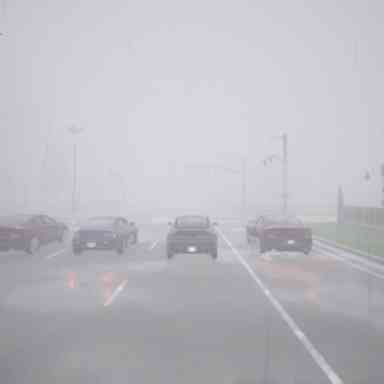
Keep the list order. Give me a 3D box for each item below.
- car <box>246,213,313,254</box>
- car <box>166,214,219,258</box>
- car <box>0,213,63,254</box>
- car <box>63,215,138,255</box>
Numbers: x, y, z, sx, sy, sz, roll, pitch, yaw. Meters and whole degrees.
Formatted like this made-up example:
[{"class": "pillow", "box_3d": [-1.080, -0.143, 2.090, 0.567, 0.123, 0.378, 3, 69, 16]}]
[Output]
[{"class": "car", "box_3d": [3.524, 1.637, 14.222, 1.882, 1.535, 5.008, 0, 0, 1]}, {"class": "car", "box_3d": [0.016, 1.658, 13.477, 1.837, 1.490, 4.892, 0, 0, 0]}, {"class": "car", "box_3d": [-6.976, 1.636, 14.210, 1.882, 1.535, 5.008, 0, 0, 1]}, {"class": "car", "box_3d": [-3.480, 1.681, 13.871, 1.812, 1.442, 4.674, 0, 0, 0]}]
